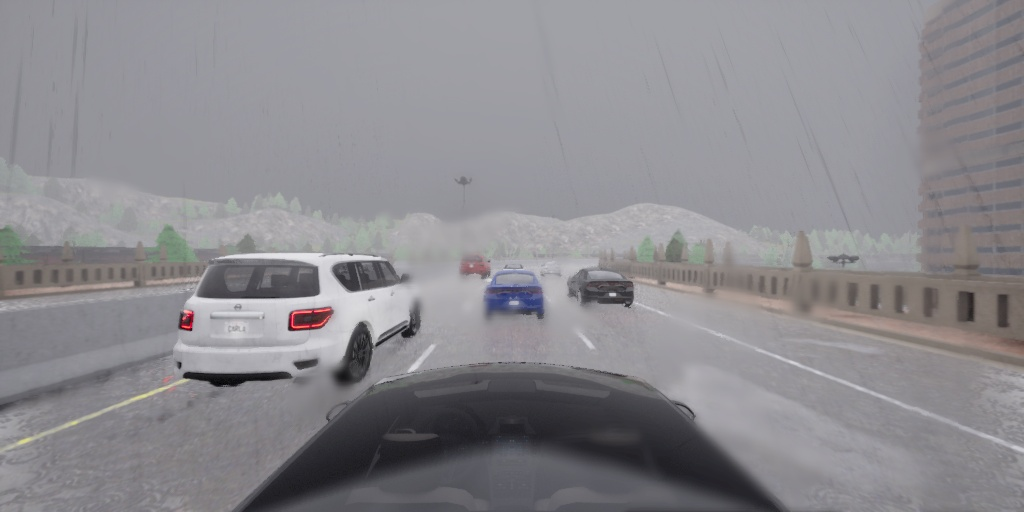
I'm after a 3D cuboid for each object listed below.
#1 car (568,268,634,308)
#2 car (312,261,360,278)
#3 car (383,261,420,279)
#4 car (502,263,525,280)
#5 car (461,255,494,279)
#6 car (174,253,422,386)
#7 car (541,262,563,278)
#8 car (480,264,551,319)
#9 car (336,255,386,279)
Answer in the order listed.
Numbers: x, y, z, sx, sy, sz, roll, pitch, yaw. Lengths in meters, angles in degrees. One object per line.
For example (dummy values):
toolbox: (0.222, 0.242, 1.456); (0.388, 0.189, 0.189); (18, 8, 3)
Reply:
car: (3.600, 1.228, 15.282); (1.882, 1.535, 5.008); (0, 0, 0)
car: (-17.236, 1.242, 35.436); (2.128, 1.511, 4.902); (0, 0, 3)
car: (-10.334, 1.276, 33.850); (1.812, 1.442, 4.674); (0, 0, 3)
car: (0.222, 1.352, 32.225); (1.895, 1.301, 4.718); (0, 0, 2)
car: (-3.242, 0.972, 33.137); (2.150, 2.045, 5.566); (0, 0, 2)
car: (-3.411, 0.972, 7.106); (2.150, 2.045, 5.566); (0, 0, 0)
car: (3.824, 1.277, 34.368); (1.812, 1.442, 4.674); (0, 0, 3)
car: (0.101, 1.228, 12.803); (1.882, 1.535, 5.008); (0, 0, 0)
car: (-13.890, 0.972, 33.469); (2.150, 2.045, 5.566); (0, 0, 3)
